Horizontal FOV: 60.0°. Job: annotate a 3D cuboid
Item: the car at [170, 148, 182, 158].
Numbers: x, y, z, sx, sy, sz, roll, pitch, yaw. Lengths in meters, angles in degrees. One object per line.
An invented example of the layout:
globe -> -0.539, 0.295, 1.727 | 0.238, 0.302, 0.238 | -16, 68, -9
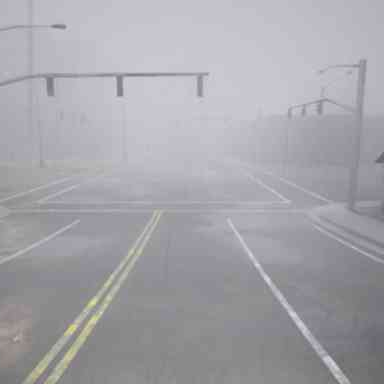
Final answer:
car -> -3.516, -7.864, 68.228 | 2.033, 1.411, 5.357 | 0, 9, 0

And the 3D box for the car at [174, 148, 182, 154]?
car -> -3.519, -10.392, 83.762 | 1.994, 1.385, 4.181 | 0, 9, 0
